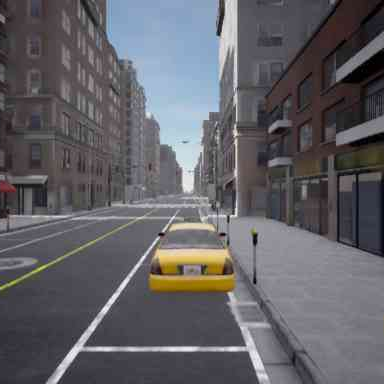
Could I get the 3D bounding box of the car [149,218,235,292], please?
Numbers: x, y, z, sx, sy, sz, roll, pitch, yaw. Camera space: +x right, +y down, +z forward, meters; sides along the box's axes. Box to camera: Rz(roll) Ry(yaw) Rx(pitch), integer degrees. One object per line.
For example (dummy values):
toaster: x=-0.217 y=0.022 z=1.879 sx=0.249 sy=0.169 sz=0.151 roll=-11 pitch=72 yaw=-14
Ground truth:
car: x=0.005 y=1.447 z=8.840 sx=1.801 sy=1.575 sz=5.366 roll=0 pitch=0 yaw=0
